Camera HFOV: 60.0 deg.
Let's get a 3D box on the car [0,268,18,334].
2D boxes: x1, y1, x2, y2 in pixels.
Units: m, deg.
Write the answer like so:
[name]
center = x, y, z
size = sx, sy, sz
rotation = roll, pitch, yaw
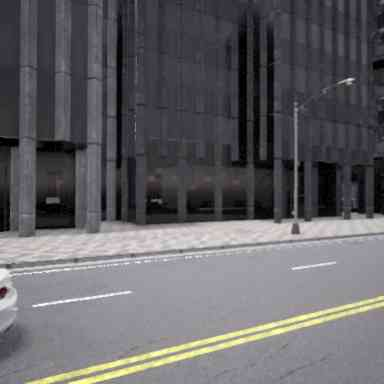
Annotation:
[car]
center = -4.824, 1.570, 4.178
size = 4.674, 1.442, 1.812
rotation = 1, -1, -29
